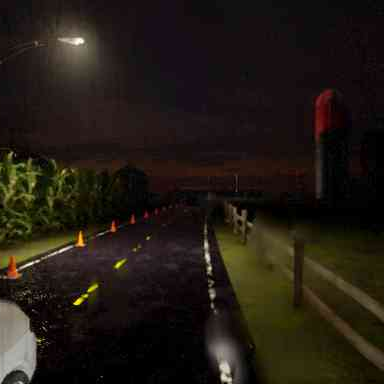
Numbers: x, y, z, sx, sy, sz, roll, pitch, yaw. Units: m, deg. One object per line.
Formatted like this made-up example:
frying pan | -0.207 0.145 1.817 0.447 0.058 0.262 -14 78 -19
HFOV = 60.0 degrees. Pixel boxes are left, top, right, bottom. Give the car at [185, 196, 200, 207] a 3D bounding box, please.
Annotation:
car | 0.073 1.384 48.923 1.882 1.535 5.008 0 0 6

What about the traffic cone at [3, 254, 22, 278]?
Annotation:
traffic cone | -4.752 1.938 8.800 0.340 0.580 0.340 0 0 1

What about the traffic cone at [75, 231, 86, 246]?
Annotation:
traffic cone | -4.636 1.929 13.826 0.340 0.580 0.340 0 0 2

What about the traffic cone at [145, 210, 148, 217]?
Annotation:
traffic cone | -3.969 1.900 28.889 0.340 0.580 0.340 0 0 3

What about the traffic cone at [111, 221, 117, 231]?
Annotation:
traffic cone | -4.466 1.919 18.848 0.340 0.580 0.340 0 0 2

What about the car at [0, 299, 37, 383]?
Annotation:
car | -2.429 1.522 1.534 1.812 1.442 4.674 0 0 0
